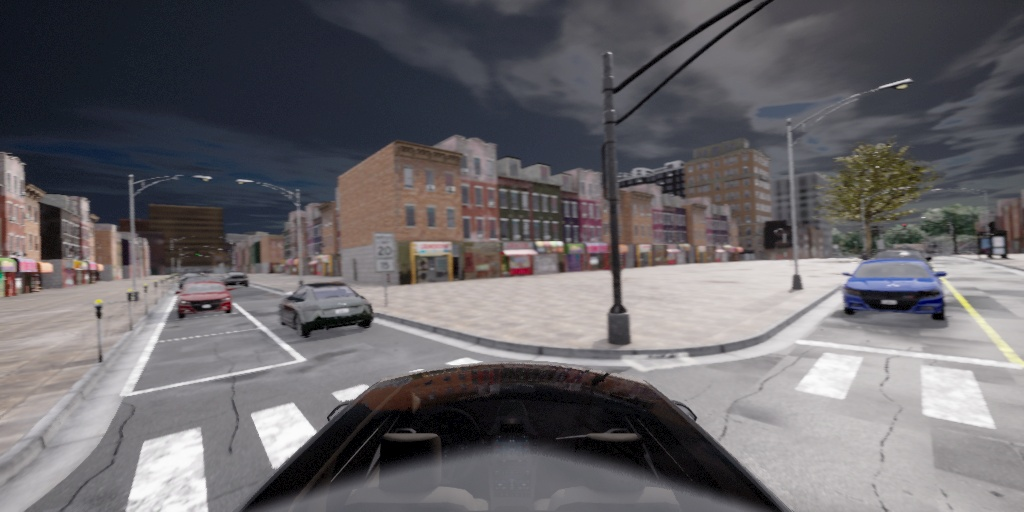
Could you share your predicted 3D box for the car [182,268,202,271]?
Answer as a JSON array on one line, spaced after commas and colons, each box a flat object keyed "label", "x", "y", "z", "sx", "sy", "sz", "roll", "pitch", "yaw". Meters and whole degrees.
[{"label": "car", "x": -36.573, "y": 2.387, "z": 41.006, "sx": 2.150, "sy": 2.045, "sz": 5.566, "roll": -2, "pitch": 0, "yaw": -42}]

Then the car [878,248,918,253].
[{"label": "car", "x": 18.638, "y": 0.439, "z": 17.303, "sx": 4.553, "sy": 1.767, "sz": 2.097, "roll": -2, "pitch": -1, "yaw": -42}]

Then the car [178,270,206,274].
[{"label": "car", "x": -31.905, "y": 2.470, "z": 35.741, "sx": 1.837, "sy": 1.490, "sz": 4.892, "roll": -2, "pitch": 0, "yaw": -42}]

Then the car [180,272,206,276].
[{"label": "car", "x": -24.454, "y": 2.234, "z": 28.017, "sx": 1.948, "sy": 1.339, "sz": 4.313, "roll": 0, "pitch": 0, "yaw": -42}]

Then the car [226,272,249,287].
[{"label": "car", "x": -26.420, "y": 2.262, "z": 34.221, "sx": 1.837, "sy": 1.490, "sz": 4.892, "roll": -2, "pitch": 0, "yaw": -41}]

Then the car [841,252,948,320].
[{"label": "car", "x": 11.347, "y": 0.825, "z": 10.713, "sx": 5.008, "sy": 1.535, "sz": 1.882, "roll": -2, "pitch": -1, "yaw": -42}]

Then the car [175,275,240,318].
[{"label": "car", "x": -13.468, "y": 1.790, "z": 15.741, "sx": 1.888, "sy": 1.381, "sz": 4.507, "roll": 0, "pitch": 0, "yaw": -42}]

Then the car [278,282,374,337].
[{"label": "car", "x": -6.003, "y": 1.535, "z": 11.398, "sx": 1.994, "sy": 1.385, "sz": 4.181, "roll": -2, "pitch": 0, "yaw": -41}]
